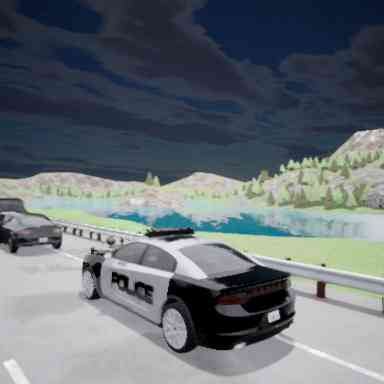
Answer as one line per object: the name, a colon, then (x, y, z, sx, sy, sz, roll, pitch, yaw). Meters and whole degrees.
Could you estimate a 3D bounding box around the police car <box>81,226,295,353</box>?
police car: (-0.550, 1.510, 6.571, 1.930, 1.638, 5.238, 2, -1, -41)

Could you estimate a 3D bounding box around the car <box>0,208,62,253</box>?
car: (-6.994, 1.606, 14.074, 1.812, 1.442, 4.674, 2, -1, -41)

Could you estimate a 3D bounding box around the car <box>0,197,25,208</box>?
car: (-10.917, 1.302, 18.653, 2.150, 2.045, 5.566, 2, -1, -41)
